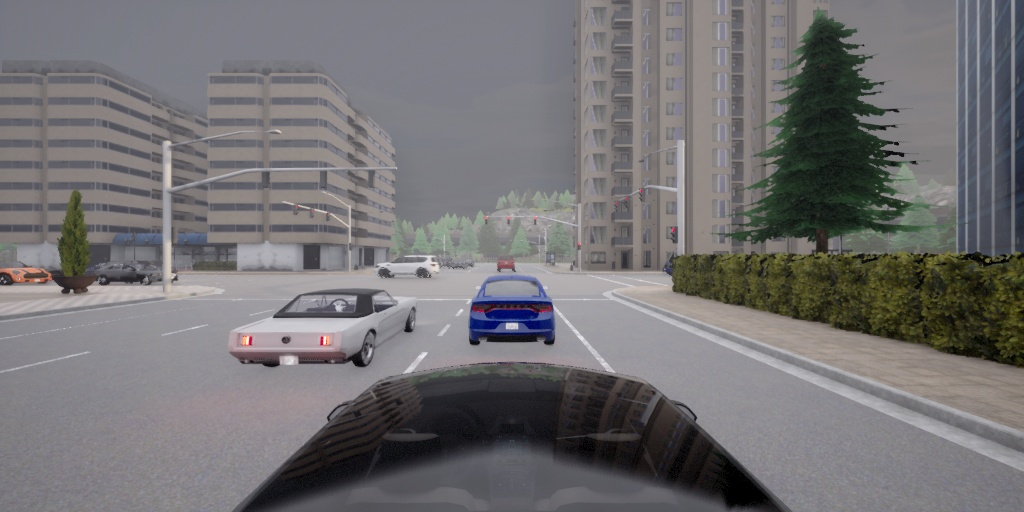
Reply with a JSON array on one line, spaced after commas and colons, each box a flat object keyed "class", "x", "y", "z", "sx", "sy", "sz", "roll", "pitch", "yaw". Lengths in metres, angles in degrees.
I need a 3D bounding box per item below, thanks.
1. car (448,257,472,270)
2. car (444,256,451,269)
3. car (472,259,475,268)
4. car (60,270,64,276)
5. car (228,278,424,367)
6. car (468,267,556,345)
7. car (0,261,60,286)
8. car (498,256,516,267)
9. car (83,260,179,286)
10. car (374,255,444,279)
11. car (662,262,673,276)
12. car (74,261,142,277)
[{"class": "car", "x": -7.523, "y": 1.297, "z": 52.285, "sx": 2.033, "sy": 1.411, "sz": 5.357, "roll": 0, "pitch": 0, "yaw": 0}, {"class": "car", "x": -11.093, "y": 0.971, "z": 58.748, "sx": 2.150, "sy": 2.045, "sz": 5.566, "roll": 0, "pitch": 0, "yaw": 0}, {"class": "car", "x": -7.610, "y": 1.227, "z": 62.625, "sx": 1.882, "sy": 1.535, "sz": 5.008, "roll": 0, "pitch": 0, "yaw": 0}, {"class": "car", "x": -38.615, "y": 1.351, "z": 28.329, "sx": 4.718, "sy": 1.301, "sz": 1.895, "roll": 0, "pitch": 0, "yaw": 0}, {"class": "car", "x": -3.497, "y": 1.351, "z": 7.855, "sx": 1.895, "sy": 1.301, "sz": 4.718, "roll": 0, "pitch": 0, "yaw": 0}, {"class": "car", "x": -0.004, "y": 1.228, "z": 9.521, "sx": 1.882, "sy": 1.535, "sz": 5.008, "roll": 0, "pitch": 0, "yaw": 0}, {"class": "car", "x": -35.099, "y": 1.102, "z": 24.822, "sx": 4.553, "sy": 1.767, "sz": 2.097, "roll": 0, "pitch": 0, "yaw": 0}, {"class": "car", "x": -0.648, "y": 0.970, "z": 46.647, "sx": 2.150, "sy": 2.045, "sz": 5.566, "roll": 0, "pitch": 0, "yaw": 1}, {"class": "car", "x": -25.947, "y": 1.241, "z": 24.792, "sx": 4.902, "sy": 1.511, "sz": 2.128, "roll": 0, "pitch": 0, "yaw": 1}, {"class": "car", "x": -9.297, "y": 0.971, "z": 31.998, "sx": 5.566, "sy": 2.045, "sz": 2.150, "roll": 0, "pitch": 0, "yaw": 0}, {"class": "car", "x": 17.890, "y": 0.970, "z": 35.469, "sx": 5.566, "sy": 2.045, "sz": 2.150, "roll": 0, "pitch": 0, "yaw": 0}, {"class": "car", "x": -39.920, "y": 1.275, "z": 35.529, "sx": 4.674, "sy": 1.442, "sz": 1.812, "roll": 0, "pitch": 0, "yaw": 0}]
